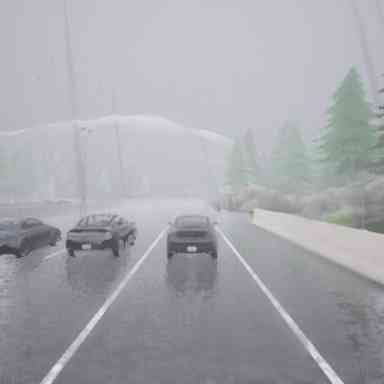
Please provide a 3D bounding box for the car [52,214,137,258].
[{"bbox_3d":[-3.480,1.638,13.492,2.128,1.511,4.902,0,0,1],"label":"car"}]

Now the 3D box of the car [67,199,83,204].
[{"bbox_3d":[-24.520,2.284,71.377,1.812,1.442,4.674,0,-1,0],"label":"car"}]

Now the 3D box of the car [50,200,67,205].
[{"bbox_3d":[-28.020,2.354,71.345,1.895,1.301,4.718,0,-1,0],"label":"car"}]

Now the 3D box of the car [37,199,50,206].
[{"bbox_3d":[-31.520,2.284,71.375,2.128,1.511,4.902,0,-1,0],"label":"car"}]

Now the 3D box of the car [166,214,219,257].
[{"bbox_3d":[0.020,1.652,13.492,1.837,1.490,4.892,0,0,1],"label":"car"}]

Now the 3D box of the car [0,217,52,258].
[{"bbox_3d":[-6.982,1.709,13.480,1.994,1.385,4.181,0,-1,1],"label":"car"}]
